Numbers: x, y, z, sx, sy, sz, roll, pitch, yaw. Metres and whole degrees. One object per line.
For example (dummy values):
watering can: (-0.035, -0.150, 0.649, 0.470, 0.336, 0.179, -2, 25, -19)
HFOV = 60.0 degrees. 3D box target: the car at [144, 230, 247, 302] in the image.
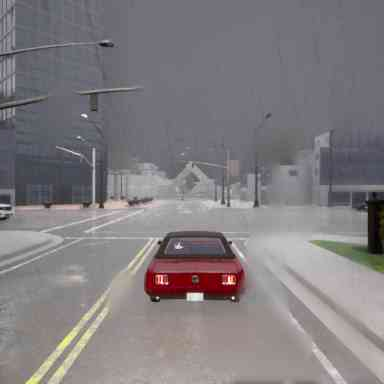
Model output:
car: (0.072, 1.601, 8.208, 1.895, 1.301, 4.718, 0, 0, 0)

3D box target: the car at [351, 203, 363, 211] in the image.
car: (20.984, 1.498, 37.627, 5.357, 1.411, 2.033, 0, 0, -1)

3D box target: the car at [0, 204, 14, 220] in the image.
car: (-17.335, 1.338, 26.611, 5.566, 2.045, 2.150, -1, 0, 0)

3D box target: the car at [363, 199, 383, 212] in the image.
car: (20.968, 1.495, 34.117, 5.357, 1.411, 2.033, 0, 0, -1)
